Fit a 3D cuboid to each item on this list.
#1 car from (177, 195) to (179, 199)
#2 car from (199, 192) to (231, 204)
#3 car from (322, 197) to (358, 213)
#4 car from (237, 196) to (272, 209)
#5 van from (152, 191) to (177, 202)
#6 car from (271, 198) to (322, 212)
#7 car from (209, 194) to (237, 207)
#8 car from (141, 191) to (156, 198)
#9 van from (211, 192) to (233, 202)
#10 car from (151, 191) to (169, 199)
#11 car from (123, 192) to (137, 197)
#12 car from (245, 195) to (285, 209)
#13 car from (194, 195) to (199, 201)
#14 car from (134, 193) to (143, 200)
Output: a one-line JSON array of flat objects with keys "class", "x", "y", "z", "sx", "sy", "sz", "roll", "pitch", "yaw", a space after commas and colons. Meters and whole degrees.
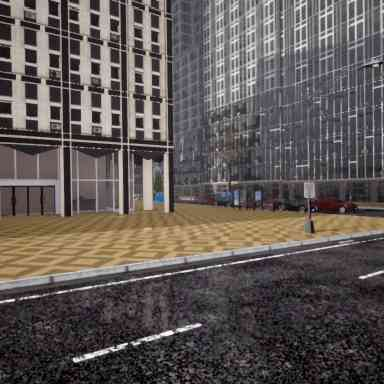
[{"class": "car", "x": -4.342, "y": 0.934, "z": 72.906, "sx": 1.802, "sy": 1.307, "sz": 4.206, "roll": 0, "pitch": 1, "yaw": -34}, {"class": "car", "x": 3.599, "y": 1.009, "z": 50.879, "sx": 2.097, "sy": 1.767, "sz": 4.553, "roll": -1, "pitch": 1, "yaw": -35}, {"class": "car", "x": 14.651, "y": 1.314, "z": 34.622, "sx": 1.882, "sy": 1.535, "sz": 5.008, "roll": -1, "pitch": 1, "yaw": -34}, {"class": "car", "x": 7.792, "y": 1.387, "z": 39.929, "sx": 1.802, "sy": 1.307, "sz": 4.206, "roll": -1, "pitch": 1, "yaw": -34}, {"class": "van", "x": -4.888, "y": 0.935, "z": 58.793, "sx": 1.690, "sy": 1.788, "sz": 3.998, "roll": 0, "pitch": 1, "yaw": -34}, {"class": "car", "x": 10.972, "y": 1.422, "z": 35.215, "sx": 1.947, "sy": 1.339, "sz": 4.313, "roll": -1, "pitch": 1, "yaw": -34}, {"class": "car", "x": 4.647, "y": 1.318, "z": 44.662, "sx": 1.947, "sy": 1.339, "sz": 4.313, "roll": -1, "pitch": 1, "yaw": -34}, {"class": "car", "x": -10.730, "y": 0.684, "z": 82.307, "sx": 1.967, "sy": 1.590, "sz": 4.097, "roll": 0, "pitch": 1, "yaw": -34}, {"class": "van", "x": 5.237, "y": 0.853, "z": 58.798, "sx": 1.690, "sy": 1.788, "sz": 3.998, "roll": 0, "pitch": 1, "yaw": -34}, {"class": "car", "x": -7.536, "y": 0.613, "z": 77.605, "sx": 2.192, "sy": 1.841, "sz": 5.009, "roll": 0, "pitch": 1, "yaw": -34}, {"class": "car", "x": -17.116, "y": 0.686, "z": 91.712, "sx": 2.008, "sy": 1.369, "sz": 4.403, "roll": 0, "pitch": 1, "yaw": -34}, {"class": "car", "x": 9.252, "y": 1.226, "z": 42.573, "sx": 1.882, "sy": 1.535, "sz": 5.008, "roll": -1, "pitch": 1, "yaw": -34}, {"class": "car", "x": 2.045, "y": 1.041, "z": 63.503, "sx": 1.802, "sy": 1.307, "sz": 4.206, "roll": 0, "pitch": 1, "yaw": -34}, {"class": "car", "x": -11.275, "y": 1.038, "z": 68.199, "sx": 2.008, "sy": 1.369, "sz": 4.403, "roll": 0, "pitch": 1, "yaw": -34}]
